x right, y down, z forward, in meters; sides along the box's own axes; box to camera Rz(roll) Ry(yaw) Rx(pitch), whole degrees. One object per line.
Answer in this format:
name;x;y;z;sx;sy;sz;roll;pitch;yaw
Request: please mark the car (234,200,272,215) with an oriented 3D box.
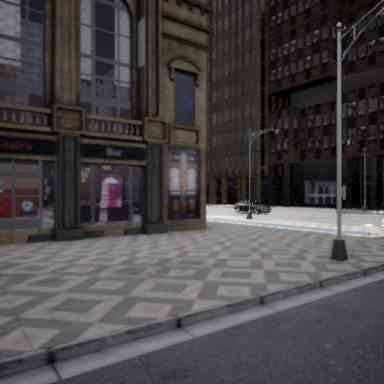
car;6.785;1.683;37.378;1.837;1.490;4.892;0;0;-35
